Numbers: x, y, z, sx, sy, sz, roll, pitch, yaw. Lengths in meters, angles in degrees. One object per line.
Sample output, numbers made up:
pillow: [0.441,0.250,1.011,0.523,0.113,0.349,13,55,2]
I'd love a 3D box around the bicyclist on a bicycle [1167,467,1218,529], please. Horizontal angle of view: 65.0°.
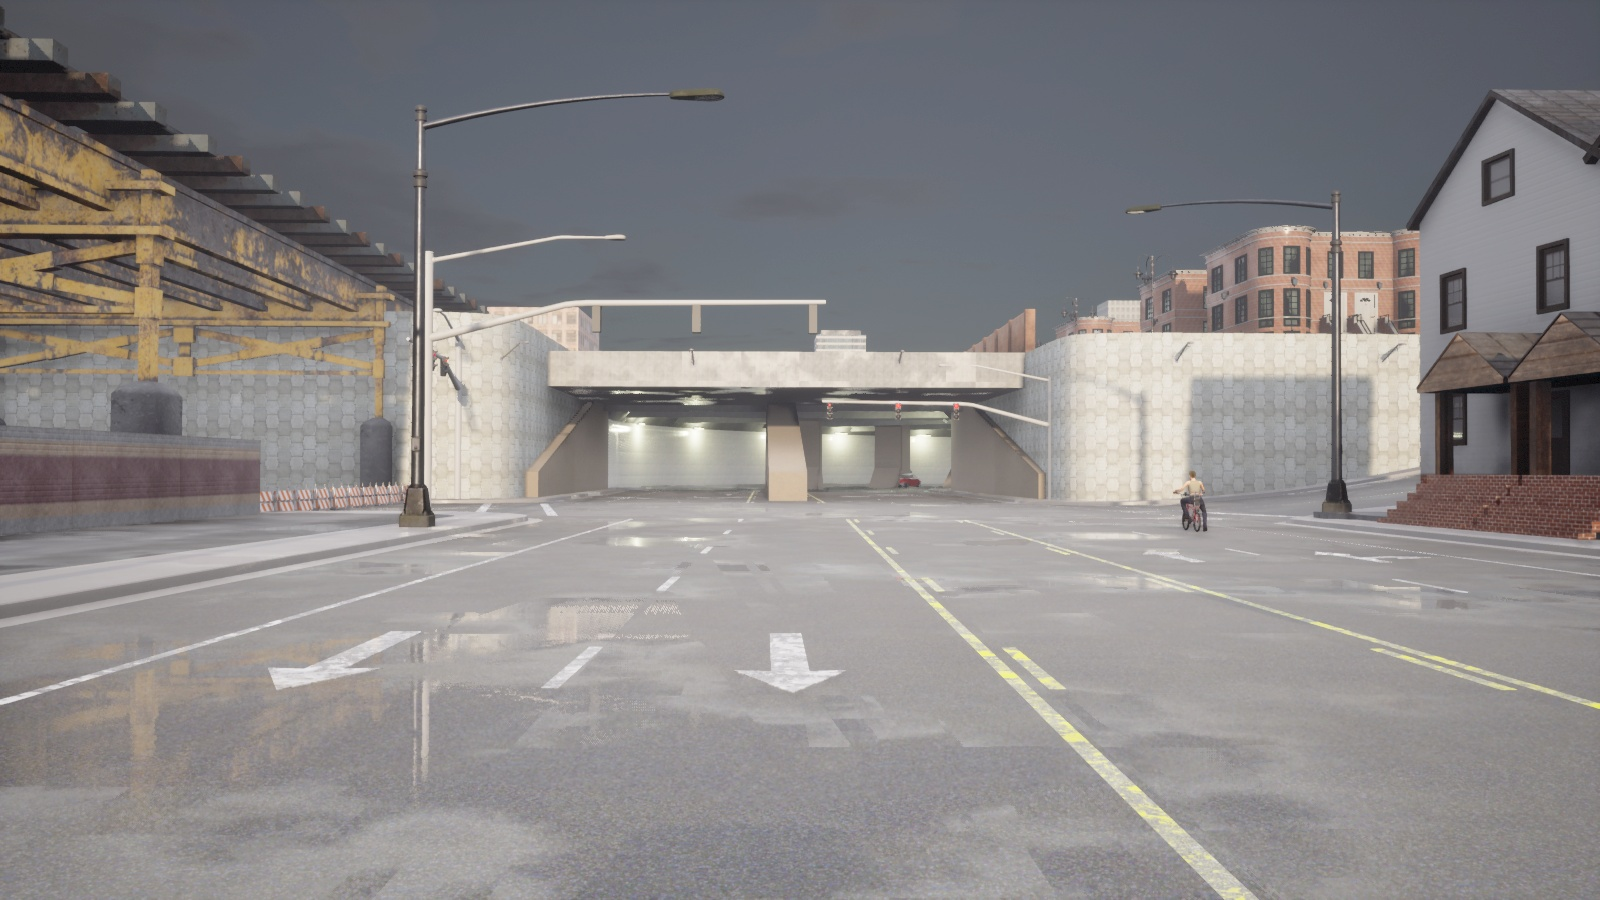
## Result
bicyclist on a bicycle: [10.414,1.269,33.382,0.866,1.612,1.509,0,-1,0]
